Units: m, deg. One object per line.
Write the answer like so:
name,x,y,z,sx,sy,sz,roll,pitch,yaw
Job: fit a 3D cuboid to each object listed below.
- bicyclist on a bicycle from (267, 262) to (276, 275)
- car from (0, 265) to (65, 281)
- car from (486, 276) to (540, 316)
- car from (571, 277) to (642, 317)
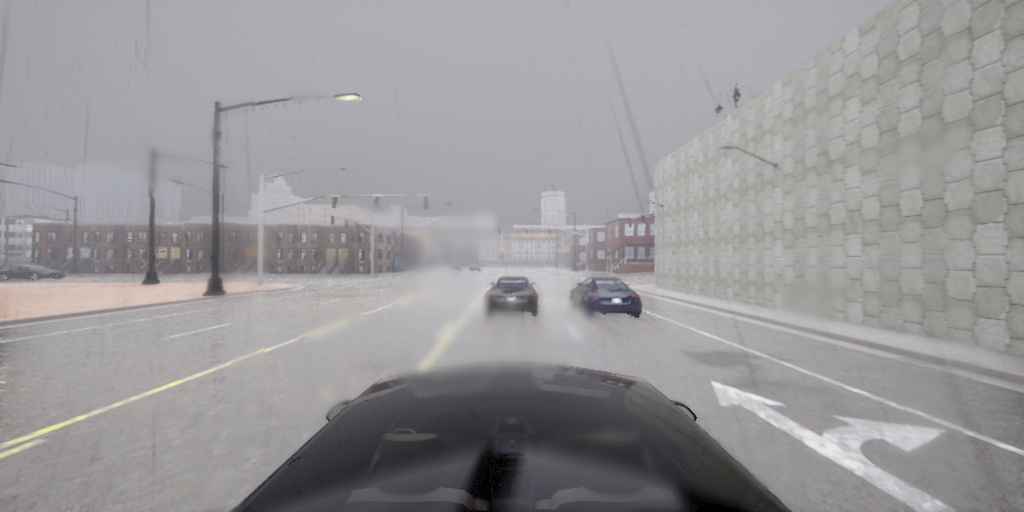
bicyclist on a bicycle,-30.833,1.638,45.959,0.582,1.620,1.656,0,-1,0
car,-46.752,1.655,34.940,4.892,1.490,1.837,0,-1,0
car,0.043,1.497,14.307,1.994,1.385,4.181,0,-1,1
car,3.541,1.500,14.085,1.994,1.385,4.181,0,-1,0
